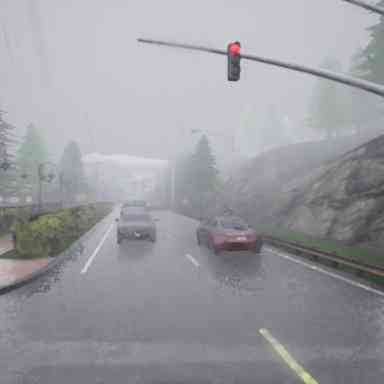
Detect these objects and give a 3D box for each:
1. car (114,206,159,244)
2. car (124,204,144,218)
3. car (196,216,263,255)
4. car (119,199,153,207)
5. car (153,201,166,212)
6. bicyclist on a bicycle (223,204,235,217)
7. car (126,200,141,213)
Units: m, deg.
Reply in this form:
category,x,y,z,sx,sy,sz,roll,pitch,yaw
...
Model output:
category,x,y,z,sx,sy,sz,roll,pitch,yaw
car,-2.862,1.717,17.251,1.837,1.490,4.892,0,-1,-10
car,-6.464,2.076,36.976,1.994,1.385,4.181,0,-1,-10
car,1.459,1.735,14.304,1.994,1.385,4.181,0,-1,-11
car,-4.647,1.581,26.997,2.150,2.045,5.566,0,-1,-11
car,-5.067,2.061,49.842,2.097,1.767,4.553,0,-1,-10
bicyclist on a bicycle,2.774,1.783,25.848,1.656,1.620,0.582,-1,-1,-10
car,-8.261,2.015,46.976,2.097,1.767,4.553,0,-1,-10
